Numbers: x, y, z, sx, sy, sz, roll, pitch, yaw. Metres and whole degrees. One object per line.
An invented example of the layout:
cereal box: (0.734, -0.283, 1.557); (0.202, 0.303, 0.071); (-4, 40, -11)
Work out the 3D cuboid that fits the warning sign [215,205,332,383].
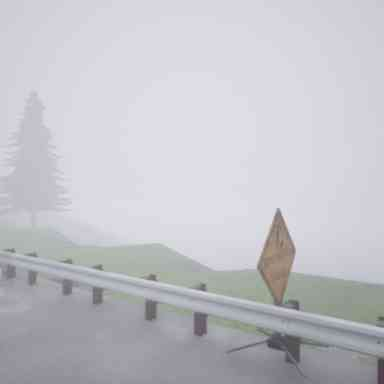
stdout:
warning sign: (1.100, 1.132, 4.351); (1.060, 1.860, 1.300); (-1, 0, 36)
